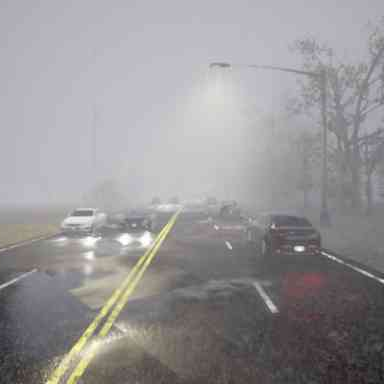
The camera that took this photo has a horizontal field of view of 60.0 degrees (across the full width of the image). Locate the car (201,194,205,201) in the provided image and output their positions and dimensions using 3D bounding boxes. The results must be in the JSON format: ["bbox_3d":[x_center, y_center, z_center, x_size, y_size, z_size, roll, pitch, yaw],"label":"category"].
[{"bbox_3d":[3.205,1.602,63.318,1.895,1.301,4.718,0,0,0],"label":"car"}]

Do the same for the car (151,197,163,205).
[{"bbox_3d":[-6.580,1.677,62.217,1.882,1.535,5.008,-1,0,0],"label":"car"}]

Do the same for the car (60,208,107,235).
[{"bbox_3d":[-6.623,1.743,20.865,1.812,1.442,4.674,-1,0,0],"label":"car"}]

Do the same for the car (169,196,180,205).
[{"bbox_3d":[-3.332,1.623,62.634,1.882,1.535,5.008,-1,0,0],"label":"car"}]

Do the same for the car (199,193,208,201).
[{"bbox_3d":[3.189,1.590,74.314,1.895,1.301,4.718,-1,1,0],"label":"car"}]

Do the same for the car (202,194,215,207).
[{"bbox_3d":[3.200,1.532,52.322,2.163,1.488,4.792,-1,0,0],"label":"car"}]

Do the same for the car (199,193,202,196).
[{"bbox_3d":[3.179,1.184,85.315,2.150,2.045,5.566,-1,0,0],"label":"car"}]

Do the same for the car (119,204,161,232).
[{"bbox_3d":[-3.373,1.728,21.332,1.994,1.385,4.181,-1,0,0],"label":"car"}]

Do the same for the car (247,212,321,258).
[{"bbox_3d":[3.353,1.520,12.785,1.837,1.490,4.892,0,0,0],"label":"car"}]

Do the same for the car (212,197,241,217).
[{"bbox_3d":[3.339,1.510,30.878,2.128,1.511,4.902,0,0,0],"label":"car"}]
